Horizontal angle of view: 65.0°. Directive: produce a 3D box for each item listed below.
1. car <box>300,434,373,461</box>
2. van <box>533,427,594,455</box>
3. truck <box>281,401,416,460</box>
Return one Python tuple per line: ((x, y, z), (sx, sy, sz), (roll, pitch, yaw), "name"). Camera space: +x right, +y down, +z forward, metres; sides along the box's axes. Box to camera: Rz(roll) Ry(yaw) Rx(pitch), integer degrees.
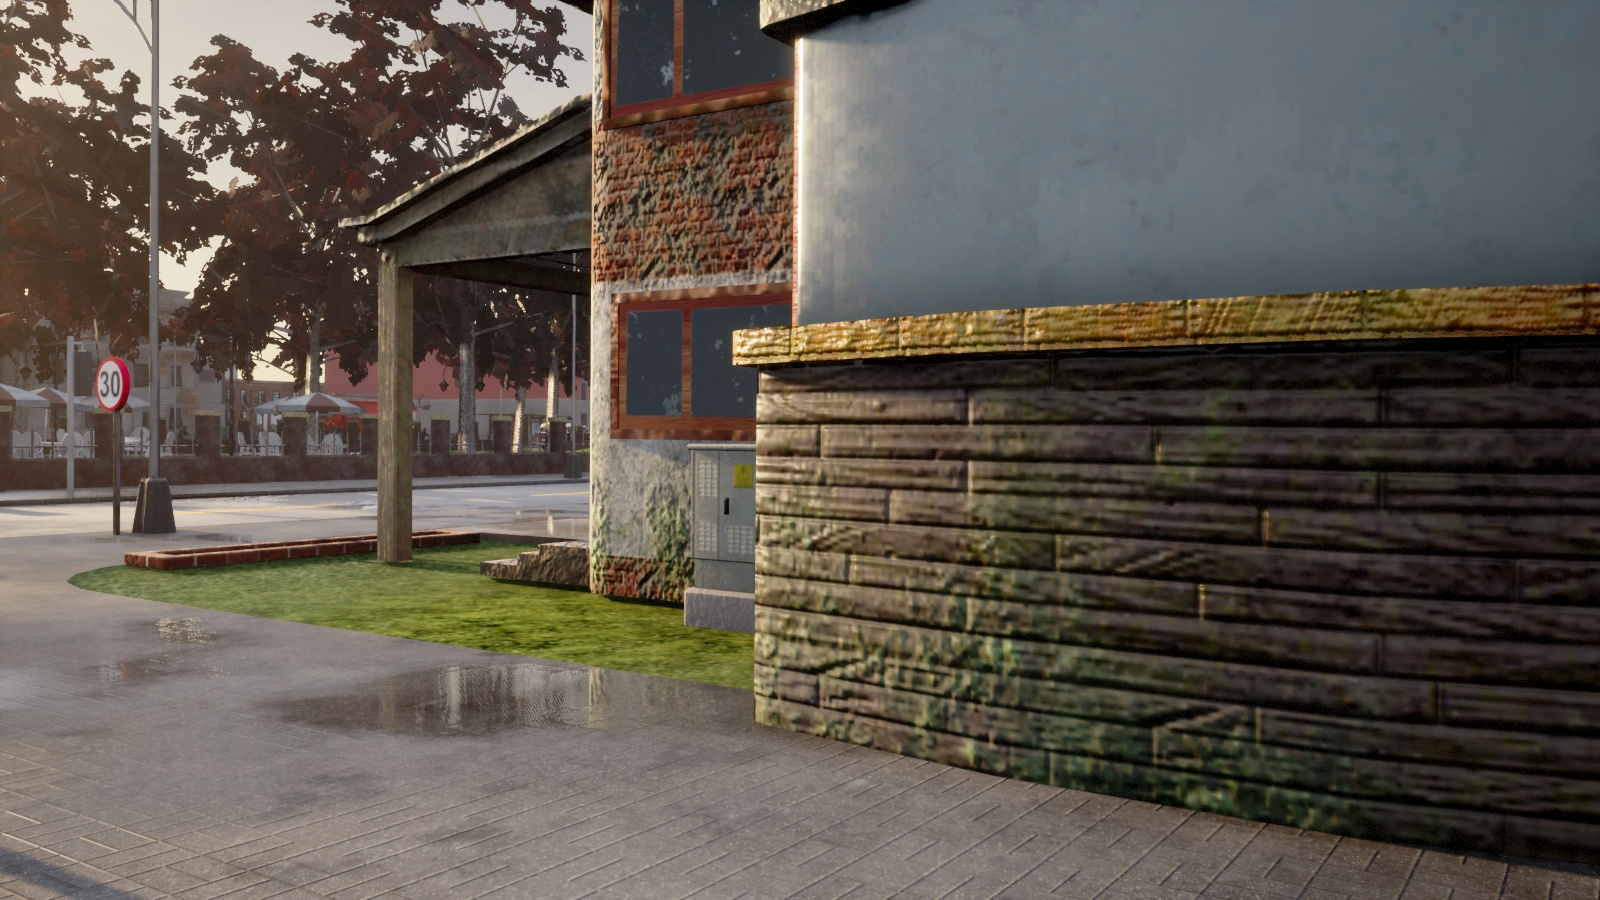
((-29.195, -0.187, 79.150), (1.851, 1.617, 3.988), (0, 1, 33), "car")
((-18.045, -0.693, 96.037), (2.069, 2.038, 4.480), (0, 1, 34), "van")
((-30.304, -1.316, 84.734), (2.891, 3.827, 8.468), (0, 1, 33), "truck")
